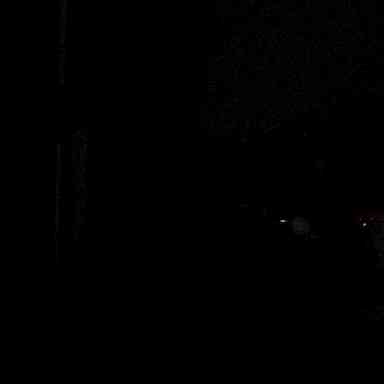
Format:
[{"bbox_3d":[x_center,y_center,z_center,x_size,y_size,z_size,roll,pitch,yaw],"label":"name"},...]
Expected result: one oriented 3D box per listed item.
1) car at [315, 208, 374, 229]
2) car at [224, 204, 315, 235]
[{"bbox_3d":[9.276,1.688,22.145,1.895,1.301,4.718,2,-1,-35],"label":"car"},{"bbox_3d":[3.816,1.430,18.280,2.128,1.511,4.902,2,-1,-35],"label":"car"}]
